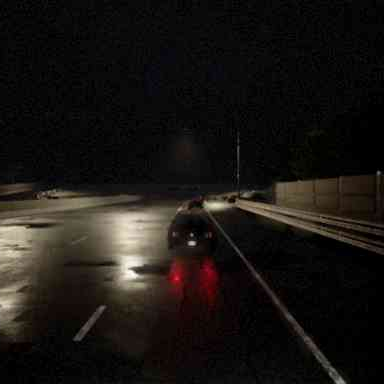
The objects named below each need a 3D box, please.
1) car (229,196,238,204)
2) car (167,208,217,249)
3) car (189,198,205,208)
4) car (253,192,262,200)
[{"bbox_3d":[9.062,1.616,69.046,1.882,1.535,5.008,0,0,23],"label":"car"},{"bbox_3d":[0.004,1.608,14.504,1.895,1.301,4.718,0,0,0],"label":"car"},{"bbox_3d":[0.665,1.551,45.172,1.812,1.442,4.674,0,0,7],"label":"car"},{"bbox_3d":[18.370,1.058,93.732,2.150,2.045,5.566,0,2,17],"label":"car"}]
